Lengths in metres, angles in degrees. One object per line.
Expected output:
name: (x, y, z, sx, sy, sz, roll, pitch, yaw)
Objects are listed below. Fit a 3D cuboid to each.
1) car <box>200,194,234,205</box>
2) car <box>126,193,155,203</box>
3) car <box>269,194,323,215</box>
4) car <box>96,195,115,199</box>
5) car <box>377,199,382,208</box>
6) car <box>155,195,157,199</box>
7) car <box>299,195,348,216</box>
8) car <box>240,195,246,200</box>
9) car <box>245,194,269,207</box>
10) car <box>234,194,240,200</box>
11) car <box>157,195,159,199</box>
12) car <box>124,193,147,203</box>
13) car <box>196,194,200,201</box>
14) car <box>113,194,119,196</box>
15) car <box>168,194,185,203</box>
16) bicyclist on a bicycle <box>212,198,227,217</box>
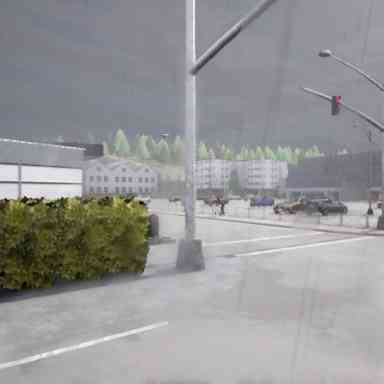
car: (4.091, 1.296, 54.791, 4.514, 1.523, 2.007, 0, 0, -35)
car: (-9.386, 1.360, 60.531, 3.806, 1.475, 1.970, 0, 0, -35)
car: (10.258, 1.329, 32.465, 5.027, 1.636, 2.152, 0, 0, -35)
car: (-11.427, 1.504, 41.311, 1.837, 1.490, 4.892, 0, 0, -35)
car: (25.650, 1.382, 43.025, 3.806, 1.475, 1.970, 0, 0, -35)
car: (-12.233, 1.307, 85.880, 4.892, 1.490, 1.837, 0, 0, -35)
car: (12.095, 1.338, 29.923, 4.514, 1.523, 2.007, 0, 0, -35)
car: (13.600, 1.151, 72.786, 5.027, 1.636, 2.152, 0, 0, -35)
car: (9.773, 1.318, 46.571, 3.633, 1.501, 1.845, 0, 0, -35)
car: (9.663, 1.230, 77.864, 3.806, 1.475, 1.970, 0, 0, -35)
car: (-11.356, 1.284, 90.748, 5.008, 1.535, 1.882, 0, 0, -35)
car: (-10.787, 1.076, 63.608, 3.866, 1.878, 1.905, 0, 0, -35)
car: (1.786, 1.296, 76.835, 4.514, 1.523, 2.007, 0, 0, -35)
car: (-19.772, 1.332, 84.911, 4.902, 1.511, 2.128, 0, 0, -35)
car: (-2.453, 1.096, 65.414, 4.605, 1.855, 1.932, 0, 0, -35)
bicyclist on a bicycle: (2.337, 1.300, 27.998, 1.656, 1.620, 0.582, 0, 0, -35)
